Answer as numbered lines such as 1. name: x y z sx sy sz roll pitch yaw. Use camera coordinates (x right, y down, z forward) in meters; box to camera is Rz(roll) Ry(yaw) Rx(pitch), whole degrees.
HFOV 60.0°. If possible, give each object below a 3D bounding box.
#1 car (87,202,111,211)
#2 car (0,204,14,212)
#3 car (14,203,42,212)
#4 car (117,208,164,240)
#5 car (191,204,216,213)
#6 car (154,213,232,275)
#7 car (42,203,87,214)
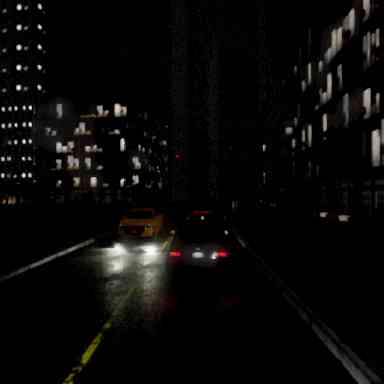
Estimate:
1. car: -14.671 2.258 51.115 4.403 1.369 2.008 -1 0 12
2. car: -31.158 2.594 54.701 4.313 1.339 1.947 -1 0 12
3. car: -25.662 2.486 53.506 4.313 1.339 1.947 -1 0 12
4. car: -2.688 1.632 18.328 1.882 1.535 5.008 0 0 2
5. car: 0.952 1.735 27.846 1.837 1.490 4.892 0 0 3
6. car: 0.231 1.642 10.823 2.033 1.411 5.357 0 0 2
7. car: -16.453 2.154 42.927 4.403 1.369 2.008 -1 0 12
